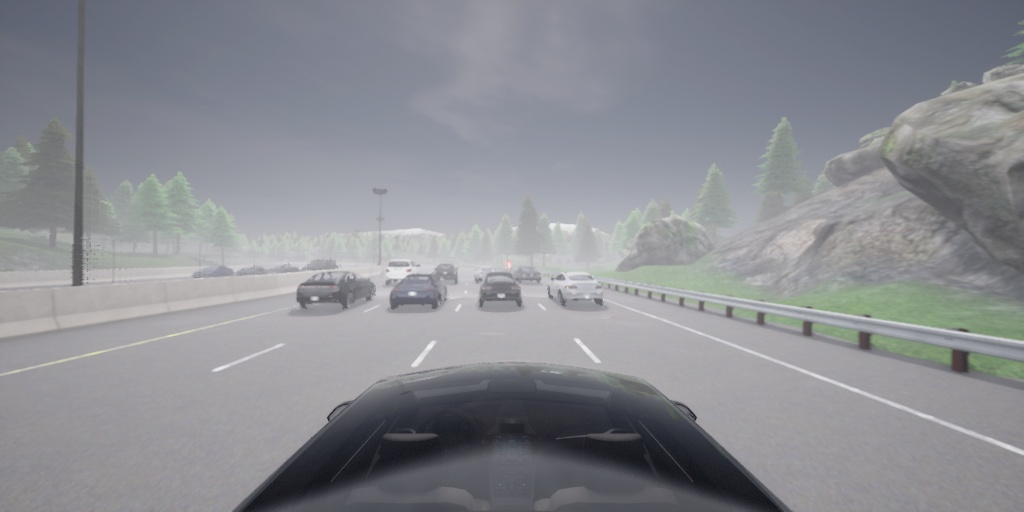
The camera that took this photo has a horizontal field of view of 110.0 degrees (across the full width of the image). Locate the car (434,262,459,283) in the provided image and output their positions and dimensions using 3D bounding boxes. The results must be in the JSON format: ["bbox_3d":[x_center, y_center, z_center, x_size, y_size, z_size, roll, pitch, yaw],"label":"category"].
[{"bbox_3d":[-5.803,1.439,31.546,2.097,1.767,4.553,0,-1,-8],"label":"car"}]

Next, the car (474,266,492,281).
[{"bbox_3d":[-2.411,1.623,32.503,1.812,1.442,4.674,0,0,-9],"label":"car"}]

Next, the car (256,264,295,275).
[{"bbox_3d":[-24.777,1.665,38.723,2.128,1.511,4.902,0,0,-7],"label":"car"}]

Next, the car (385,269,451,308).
[{"bbox_3d":[-4.069,1.478,16.129,1.994,1.385,4.181,0,-1,-4],"label":"car"}]

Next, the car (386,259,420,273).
[{"bbox_3d":[-9.141,1.300,30.248,2.150,2.045,5.566,0,0,-8],"label":"car"}]

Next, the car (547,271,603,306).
[{"bbox_3d":[2.891,1.445,16.910,1.812,1.442,4.674,0,0,-4],"label":"car"}]

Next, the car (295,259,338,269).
[{"bbox_3d":[-21.114,1.399,39.532,2.150,2.045,5.566,1,0,-7],"label":"car"}]

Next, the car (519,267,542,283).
[{"bbox_3d":[1.269,1.634,31.621,2.033,1.411,5.357,0,-1,-8],"label":"car"}]

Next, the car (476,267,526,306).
[{"bbox_3d":[-0.602,1.444,16.682,1.812,1.442,4.674,0,0,-4],"label":"car"}]

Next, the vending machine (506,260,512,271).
[{"bbox_3d":[-0.595,1.637,63.220,1.100,2.100,0.880,0,0,-17],"label":"vending machine"}]

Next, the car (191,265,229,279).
[{"bbox_3d":[-31.777,1.701,38.327,1.812,1.442,4.674,1,0,-8],"label":"car"}]

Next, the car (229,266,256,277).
[{"bbox_3d":[-28.494,1.749,39.551,1.994,1.385,4.181,0,0,-8],"label":"car"}]

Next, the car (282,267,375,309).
[{"bbox_3d":[-7.555,1.405,15.835,2.128,1.511,4.902,0,-1,-4],"label":"car"}]
